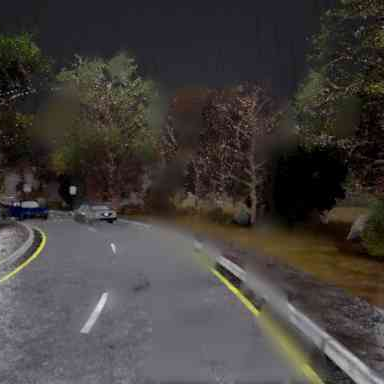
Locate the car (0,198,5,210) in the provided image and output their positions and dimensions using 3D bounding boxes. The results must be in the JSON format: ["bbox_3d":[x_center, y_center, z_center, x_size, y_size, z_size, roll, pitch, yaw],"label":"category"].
[{"bbox_3d":[-20.866,1.289,37.021,4.718,1.301,1.895,2,0,34],"label":"car"}]

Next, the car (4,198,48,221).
[{"bbox_3d":[-13.162,1.428,26.694,1.882,1.535,5.008,1,0,-42],"label":"car"}]

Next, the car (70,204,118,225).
[{"bbox_3d":[-7.293,1.558,24.426,2.033,1.411,5.357,0,0,-37],"label":"car"}]
